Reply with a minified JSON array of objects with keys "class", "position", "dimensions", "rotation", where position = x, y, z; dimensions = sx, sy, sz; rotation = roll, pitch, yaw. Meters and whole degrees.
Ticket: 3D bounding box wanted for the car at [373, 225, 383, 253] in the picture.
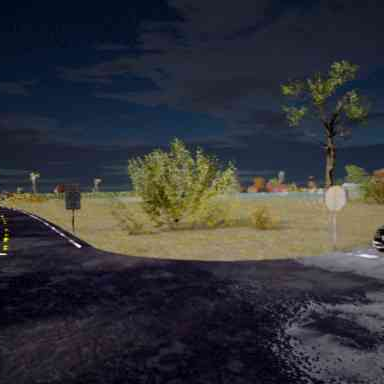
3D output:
[{"class":"car","position":[8.180,1.265,11.399],"dimensions":[4.892,1.490,1.837],"rotation":[-1,-1,-32]}]
